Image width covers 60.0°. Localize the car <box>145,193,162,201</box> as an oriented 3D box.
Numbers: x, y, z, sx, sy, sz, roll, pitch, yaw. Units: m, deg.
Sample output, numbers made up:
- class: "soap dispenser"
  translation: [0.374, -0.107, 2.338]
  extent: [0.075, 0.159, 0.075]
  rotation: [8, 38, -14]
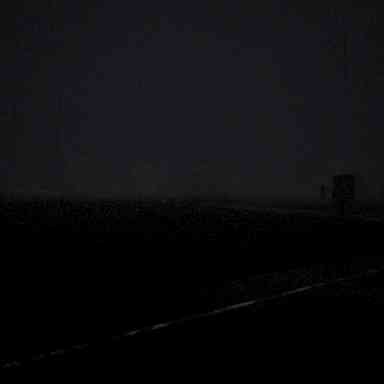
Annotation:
- class: "car"
  translation: [-7.139, 0.972, 62.045]
  extent: [1.994, 1.385, 4.181]
  rotation: [0, 1, -34]
